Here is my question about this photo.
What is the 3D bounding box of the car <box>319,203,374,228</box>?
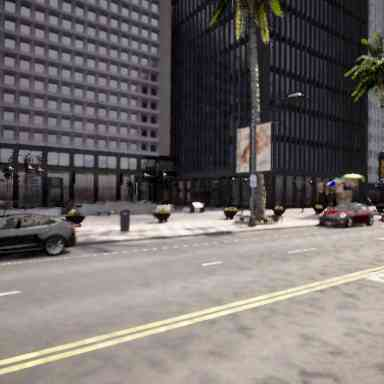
[{"bbox_3d":[11.345,1.608,24.392,4.553,1.767,2.185,1,0,-36],"label":"car"}]

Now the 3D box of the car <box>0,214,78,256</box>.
[{"bbox_3d":[-6.550,1.529,11.714,4.786,1.482,2.161,1,0,-36],"label":"car"}]
